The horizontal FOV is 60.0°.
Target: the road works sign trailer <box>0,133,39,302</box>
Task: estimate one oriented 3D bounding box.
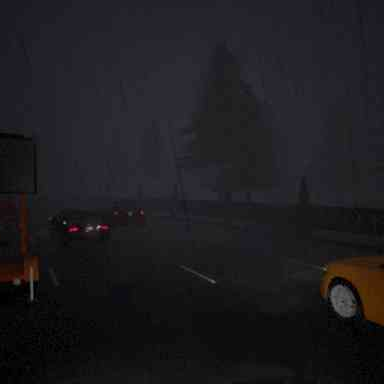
[{"bbox_3d":[-4.833,0.442,7.503,2.380,3.560,2.880,0,0,-30],"label":"road works sign trailer"}]

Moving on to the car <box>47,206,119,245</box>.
[{"bbox_3d":[-5.366,1.502,15.374,2.033,1.411,5.357,0,0,-31],"label":"car"}]

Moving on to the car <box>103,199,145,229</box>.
[{"bbox_3d":[-4.658,1.292,20.677,2.097,1.767,4.553,0,0,-33],"label":"car"}]

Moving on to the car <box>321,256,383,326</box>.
[{"bbox_3d":[4.071,1.464,4.588,1.882,1.535,5.008,0,0,-23],"label":"car"}]

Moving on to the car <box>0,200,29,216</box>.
[{"bbox_3d":[-16.171,1.438,30.151,1.812,1.442,4.674,0,0,-40],"label":"car"}]
